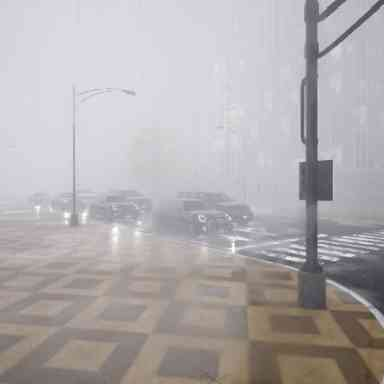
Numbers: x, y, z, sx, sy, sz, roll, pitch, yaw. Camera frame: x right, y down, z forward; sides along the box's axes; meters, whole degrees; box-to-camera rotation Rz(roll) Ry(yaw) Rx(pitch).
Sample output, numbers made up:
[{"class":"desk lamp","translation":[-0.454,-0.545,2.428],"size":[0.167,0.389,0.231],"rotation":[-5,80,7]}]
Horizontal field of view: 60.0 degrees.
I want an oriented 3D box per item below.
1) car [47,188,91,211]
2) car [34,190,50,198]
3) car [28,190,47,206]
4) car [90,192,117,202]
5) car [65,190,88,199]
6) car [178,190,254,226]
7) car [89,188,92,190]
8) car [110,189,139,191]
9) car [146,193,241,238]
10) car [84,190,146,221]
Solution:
[{"class":"car","translation":[-11.534,0.786,30.993],"size":[2.097,1.767,4.553],"rotation":[0,1,-38]},{"class":"car","translation":[-28.756,0.281,63.740],"size":[1.812,1.442,4.674],"rotation":[0,1,-38]},{"class":"car","translation":[-17.848,0.771,39.069],"size":[1.812,1.442,4.674],"rotation":[0,1,-38]},{"class":"car","translation":[-13.104,0.691,49.081],"size":[2.033,1.411,5.357],"rotation":[0,1,-37]},{"class":"car","translation":[-20.169,0.479,58.103],"size":[2.033,1.411,5.357],"rotation":[0,1,-40]},{"class":"car","translation":[1.103,0.950,20.179],"size":[2.150,2.045,5.566],"rotation":[0,1,-40]},{"class":"car","translation":[-12.137,0.558,37.040],"size":[2.150,2.045,5.566],"rotation":[0,1,-37]},{"class":"car","translation":[-5.519,0.754,28.604],"size":[2.150,2.045,5.566],"rotation":[0,1,-38]},{"class":"car","translation":[-0.088,1.124,16.485],"size":[2.097,1.767,4.553],"rotation":[0,1,-38]},{"class":"car","translation":[-5.501,0.965,23.329],"size":[2.097,1.767,4.553],"rotation":[0,1,-38]}]
